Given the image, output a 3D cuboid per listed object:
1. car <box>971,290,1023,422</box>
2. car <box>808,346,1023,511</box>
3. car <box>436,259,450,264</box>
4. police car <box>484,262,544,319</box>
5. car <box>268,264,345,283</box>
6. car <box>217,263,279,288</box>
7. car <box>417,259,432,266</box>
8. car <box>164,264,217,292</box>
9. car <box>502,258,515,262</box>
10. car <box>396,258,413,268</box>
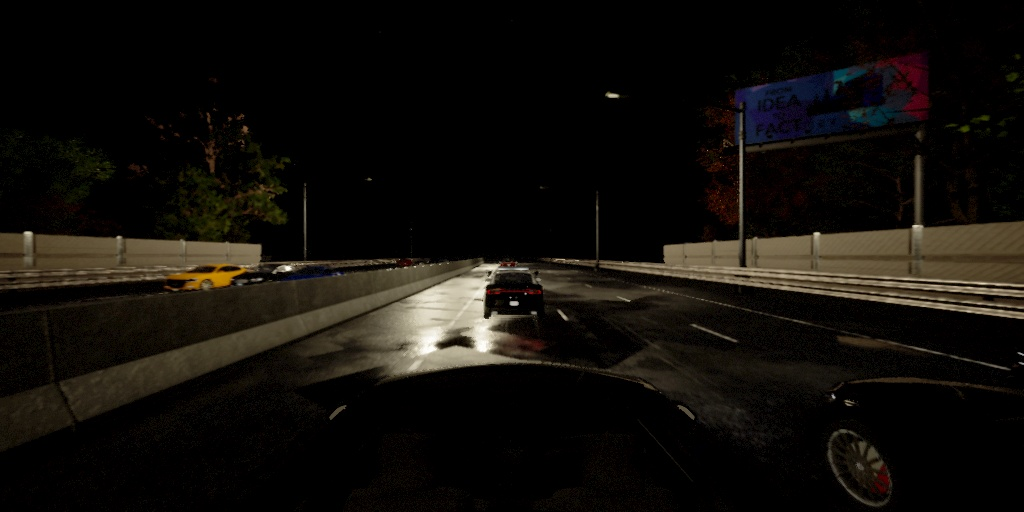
[{"bbox_3d":[7.092,1.226,2.295,1.882,1.535,5.008,0,0,0],"label":"car"},{"bbox_3d":[3.593,1.275,1.261,1.812,1.442,4.674,0,0,0],"label":"car"},{"bbox_3d":[-11.544,1.259,60.431,2.033,1.411,5.357,0,0,-1],"label":"car"},{"bbox_3d":[0.047,1.173,13.014,1.930,1.638,5.238,0,0,0],"label":"police car"},{"bbox_3d":[-10.709,1.273,19.528,1.812,1.442,4.674,0,0,-1],"label":"car"},{"bbox_3d":[-14.228,1.239,21.167,2.128,1.511,4.902,0,0,-1],"label":"car"},{"bbox_3d":[-15.104,1.204,62.042,2.128,1.511,4.902,0,0,-1],"label":"car"},{"bbox_3d":[-17.730,1.226,21.318,1.882,1.535,5.008,0,0,-1],"label":"car"},{"bbox_3d":[-0.412,1.080,42.827,2.097,1.767,4.553,0,0,-1],"label":"car"},{"bbox_3d":[-18.592,1.189,61.878,1.882,1.535,5.008,0,0,-1],"label":"car"}]
